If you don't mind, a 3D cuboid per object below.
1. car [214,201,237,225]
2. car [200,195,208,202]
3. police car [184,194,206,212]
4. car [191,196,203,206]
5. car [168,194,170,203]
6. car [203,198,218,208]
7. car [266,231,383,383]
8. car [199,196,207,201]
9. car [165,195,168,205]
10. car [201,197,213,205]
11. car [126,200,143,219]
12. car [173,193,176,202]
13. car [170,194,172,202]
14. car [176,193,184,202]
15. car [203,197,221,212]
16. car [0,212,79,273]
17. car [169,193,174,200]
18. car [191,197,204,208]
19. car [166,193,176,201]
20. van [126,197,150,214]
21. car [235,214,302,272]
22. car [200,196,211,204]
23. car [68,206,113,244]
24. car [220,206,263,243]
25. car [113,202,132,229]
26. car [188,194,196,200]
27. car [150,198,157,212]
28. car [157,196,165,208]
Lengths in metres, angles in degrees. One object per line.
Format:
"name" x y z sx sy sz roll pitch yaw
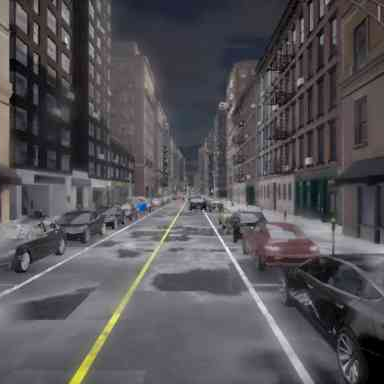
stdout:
"car" 2.637 1.522 21.457 1.752 1.417 4.829 0 0 0
"car" 2.638 1.495 75.584 1.752 1.417 4.829 0 0 0
"police car" 0.513 1.415 39.087 1.930 1.638 5.238 -1 0 -5
"car" 0.825 1.463 55.054 1.882 1.535 5.008 0 0 0
"car" -5.388 1.507 59.015 1.752 1.417 4.829 0 0 0
"car" 2.637 1.537 48.350 2.008 1.369 4.403 0 0 0
"car" 2.637 1.565 5.049 1.947 1.339 4.313 0 0 0
"car" 2.638 1.546 80.827 1.802 1.307 4.206 0 0 0
"car" -5.388 1.550 53.772 1.947 1.339 4.313 0 0 0
"car" 2.637 1.548 59.176 1.947 1.339 4.313 0 0 0
"car" -5.388 1.577 26.709 1.802 1.307 4.206 0 0 0
"car" -5.387 1.520 75.424 2.008 1.369 4.403 0 0 0
"car" -5.388 1.561 64.598 1.802 1.307 4.206 0 0 0
"car" -2.750 1.179 76.707 2.150 2.045 5.566 0 0 0
"car" 2.637 1.542 37.525 2.008 1.369 4.403 0 0 0
"car" -5.388 1.549 10.471 2.008 1.369 4.403 0 0 0
"car" -5.387 1.525 70.011 2.008 1.369 4.403 0 0 0
"car" 0.724 1.518 49.055 1.837 1.490 4.892 1 0 0
"car" -5.387 1.273 86.249 2.192 1.841 5.009 0 0 0
"van" -5.388 1.334 32.122 1.690 1.788 3.998 0 0 0
"car" 2.637 1.580 10.462 1.802 1.307 4.206 0 0 0
"car" 2.638 1.545 64.588 1.947 1.339 4.313 0 0 0
"car" -5.388 1.564 15.884 1.947 1.339 4.313 0 0 0
"car" 2.637 1.564 15.875 1.947 1.339 4.313 0 0 0
"car" -5.388 1.562 21.296 1.947 1.339 4.313 0 0 0
"car" 0.000 1.272 89.598 1.882 1.535 5.008 0 0 0
"car" -5.388 1.431 37.534 1.967 1.590 4.097 0 0 0
"car" -5.388 1.512 48.190 1.752 1.417 4.829 0 0 0
